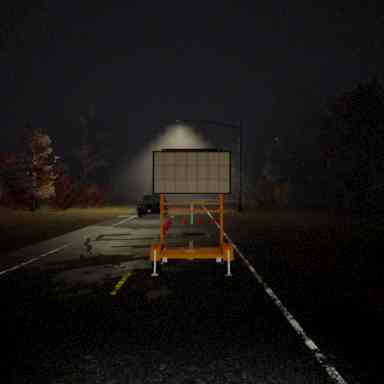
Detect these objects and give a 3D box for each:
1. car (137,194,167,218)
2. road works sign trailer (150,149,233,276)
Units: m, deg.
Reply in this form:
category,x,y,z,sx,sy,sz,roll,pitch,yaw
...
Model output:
category,x,y,z,sx,sy,sz,roll,pitch,yaw
car,-3.508,1.219,30.124,2.150,2.045,5.566,0,0,0
road works sign trailer,-0.004,0.463,10.335,2.380,3.560,2.880,0,0,0
